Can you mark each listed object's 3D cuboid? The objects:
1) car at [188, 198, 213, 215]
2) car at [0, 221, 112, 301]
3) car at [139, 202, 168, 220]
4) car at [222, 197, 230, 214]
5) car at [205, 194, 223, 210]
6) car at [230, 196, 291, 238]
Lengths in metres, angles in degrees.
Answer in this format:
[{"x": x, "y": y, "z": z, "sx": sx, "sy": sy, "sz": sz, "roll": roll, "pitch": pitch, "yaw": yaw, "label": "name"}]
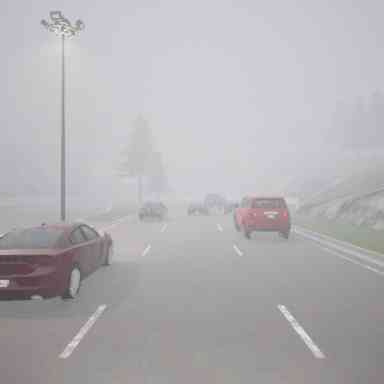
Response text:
[{"x": 0.775, "y": 1.601, "z": 33.575, "sx": 1.895, "sy": 1.301, "sz": 4.718, "roll": 0, "pitch": 0, "yaw": 7, "label": "car"}, {"x": -3.399, "y": 1.477, "z": 8.420, "sx": 1.882, "sy": 1.535, "sz": 5.008, "roll": 0, "pitch": 0, "yaw": 0, "label": "car"}, {"x": -3.235, "y": 1.547, "z": 28.452, "sx": 2.033, "sy": 1.411, "sz": 5.357, "roll": 0, "pitch": 0, "yaw": 3, "label": "car"}, {"x": 4.554, "y": 1.526, "z": 35.218, "sx": 1.812, "sy": 1.442, "sz": 4.674, "roll": 0, "pitch": 0, "yaw": 11, "label": "car"}, {"x": 3.101, "y": 1.222, "z": 43.423, "sx": 2.150, "sy": 2.045, "sz": 5.566, "roll": 0, "pitch": 0, "yaw": 16, "label": "car"}, {"x": 3.602, "y": 1.221, "z": 17.828, "sx": 2.150, "sy": 2.045, "sz": 5.566, "roll": 0, "pitch": 0, "yaw": 0, "label": "car"}]
